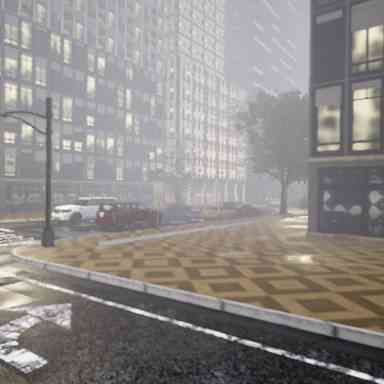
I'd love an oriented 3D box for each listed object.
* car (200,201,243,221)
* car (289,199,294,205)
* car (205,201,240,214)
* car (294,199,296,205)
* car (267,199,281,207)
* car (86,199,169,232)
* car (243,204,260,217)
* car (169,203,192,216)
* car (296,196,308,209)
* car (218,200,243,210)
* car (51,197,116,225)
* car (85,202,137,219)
[{"bbox_3d":[2.630,1.888,31.660,1.752,1.417,4.829,0,0,37],"label":"car"},{"bbox_3d":[22.620,2.211,72.760,1.802,1.307,4.206,0,0,37],"label":"car"},{"bbox_3d":[4.005,1.922,43.231,2.033,1.411,5.357,1,0,36],"label":"car"},{"bbox_3d":[21.206,1.842,61.101,2.150,2.045,5.566,1,0,36],"label":"car"},{"bbox_3d":[15.812,2.061,63.560,1.752,1.417,4.829,0,0,37],"label":"car"},{"bbox_3d":[-4.179,1.578,22.457,2.192,1.841,5.009,0,0,37],"label":"car"},{"bbox_3d":[5.884,1.992,36.057,1.802,1.307,4.206,0,0,37],"label":"car"},{"bbox_3d":[-2.160,1.833,34.907,2.033,1.411,5.357,1,0,36],"label":"car"},{"bbox_3d":[19.306,1.914,54.194,2.192,1.841,5.009,0,0,37],"label":"car"},{"bbox_3d":[5.851,1.963,50.100,1.947,1.339,4.313,0,0,37],"label":"car"},{"bbox_3d":[-8.311,1.418,26.591,2.150,2.045,5.566,1,0,37],"label":"car"},{"bbox_3d":[-7.665,1.728,31.835,1.752,1.417,4.829,0,0,37],"label":"car"}]
